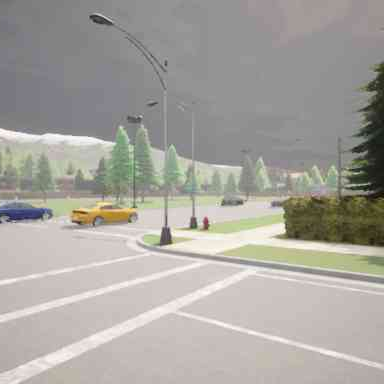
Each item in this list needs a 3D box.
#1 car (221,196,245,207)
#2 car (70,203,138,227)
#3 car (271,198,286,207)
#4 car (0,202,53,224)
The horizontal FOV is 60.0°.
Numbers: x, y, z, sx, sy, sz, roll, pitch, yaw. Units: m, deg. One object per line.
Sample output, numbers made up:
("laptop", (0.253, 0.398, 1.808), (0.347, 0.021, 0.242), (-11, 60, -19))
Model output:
("car", (6.496, 1.368, 52.157), (2.097, 1.767, 4.553), (0, 0, 36))
("car", (-5.915, 1.490, 23.032), (1.882, 1.535, 5.008), (0, 0, 36))
("car", (13.583, 1.613, 50.014), (1.895, 1.301, 4.718), (0, 0, 36))
("car", (-13.048, 1.494, 25.116), (1.882, 1.535, 5.008), (0, 0, 36))
